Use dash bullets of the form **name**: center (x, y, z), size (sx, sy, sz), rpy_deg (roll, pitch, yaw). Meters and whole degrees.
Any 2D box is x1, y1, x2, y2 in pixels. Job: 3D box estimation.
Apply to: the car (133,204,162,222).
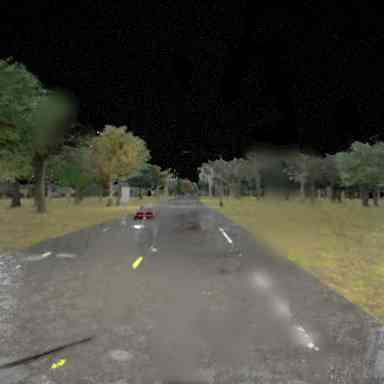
- **car**: center (-3.590, 1.677, 27.375), size (1.895, 1.301, 4.718), rpy_deg (0, -1, 0)
